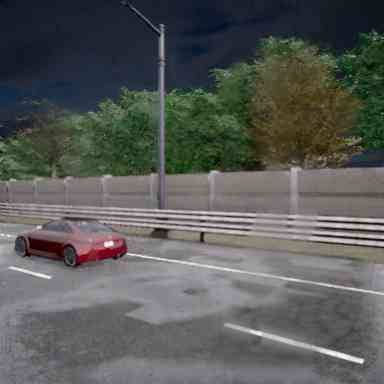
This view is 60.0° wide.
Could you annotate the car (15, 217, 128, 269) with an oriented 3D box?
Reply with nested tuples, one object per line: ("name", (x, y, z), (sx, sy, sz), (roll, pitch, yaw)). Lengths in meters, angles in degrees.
("car", (-4.154, 1.545, 11.255), (4.181, 1.385, 1.994), (0, 0, 36))
